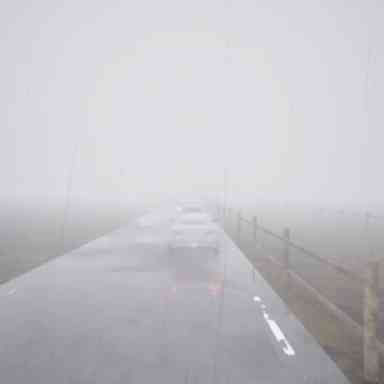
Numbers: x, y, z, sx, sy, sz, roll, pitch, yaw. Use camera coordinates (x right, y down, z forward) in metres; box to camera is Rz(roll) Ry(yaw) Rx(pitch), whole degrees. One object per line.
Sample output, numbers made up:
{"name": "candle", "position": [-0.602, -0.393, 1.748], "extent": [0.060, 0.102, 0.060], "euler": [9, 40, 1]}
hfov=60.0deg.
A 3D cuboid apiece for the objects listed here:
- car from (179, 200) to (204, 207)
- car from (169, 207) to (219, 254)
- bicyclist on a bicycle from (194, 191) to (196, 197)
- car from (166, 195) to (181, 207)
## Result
{"name": "car", "position": [0.078, 1.581, 28.700], "extent": [1.812, 1.442, 4.674], "euler": [0, 0, 0]}
{"name": "car", "position": [0.078, 1.552, 13.528], "extent": [1.812, 1.442, 4.674], "euler": [0, 0, 0]}
{"name": "bicyclist on a bicycle", "position": [0.763, 0.807, 89.949], "extent": [0.659, 1.776, 1.843], "euler": [0, 1, 0]}
{"name": "car", "position": [-2.817, 1.281, 51.353], "extent": [2.097, 1.767, 4.553], "euler": [0, 1, 0]}
